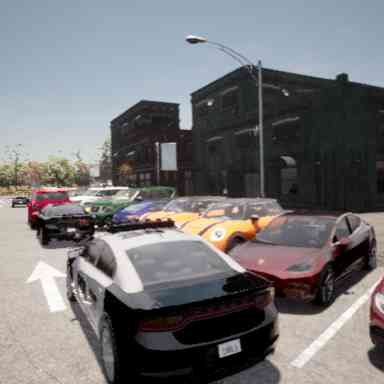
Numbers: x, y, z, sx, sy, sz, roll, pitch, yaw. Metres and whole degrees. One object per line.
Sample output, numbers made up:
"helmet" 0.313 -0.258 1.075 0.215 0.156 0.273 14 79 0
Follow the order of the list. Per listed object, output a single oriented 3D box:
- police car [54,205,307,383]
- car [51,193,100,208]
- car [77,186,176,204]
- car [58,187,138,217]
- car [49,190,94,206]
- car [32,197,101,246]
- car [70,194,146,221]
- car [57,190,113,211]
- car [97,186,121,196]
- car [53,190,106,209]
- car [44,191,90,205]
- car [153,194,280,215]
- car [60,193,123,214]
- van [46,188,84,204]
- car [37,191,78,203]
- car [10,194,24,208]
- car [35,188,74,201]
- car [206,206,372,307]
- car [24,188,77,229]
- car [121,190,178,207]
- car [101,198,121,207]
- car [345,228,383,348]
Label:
"police car" -0.865 1.274 5.491 1.930 1.638 5.238 -2 2 -28
"car" -12.835 0.852 36.742 2.002 1.452 4.674 0 2 42
"car" -2.954 0.780 18.163 2.435 2.045 5.566 1 2 42
"car" -7.206 0.681 26.114 2.435 2.045 5.566 1 2 42
"car" -14.228 0.657 39.406 2.185 1.767 4.553 0 2 42
"car" -5.527 1.208 14.213 1.882 1.535 5.008 -2 2 -28
"car" -5.791 0.994 23.470 2.163 1.488 4.792 1 2 42
"car" -10.039 0.745 31.420 2.185 1.767 4.553 0 1 42
"car" -18.917 -0.265 75.505 5.566 2.045 2.435 1 3 40
"car" -11.451 0.716 34.068 2.185 1.767 4.553 0 1 42
"car" -15.678 0.756 42.038 2.097 1.535 5.008 0 1 42
"car" 1.313 1.011 10.268 2.185 1.767 4.553 1 2 42
"car" -8.611 0.931 28.768 2.163 1.488 4.792 0 2 42
"van" -17.017 0.499 44.772 1.878 1.987 4.442 0 1 42
"car" -20.054 0.675 49.839 1.946 1.575 5.366 0 2 42
"car" -20.195 0.969 39.178 2.128 1.511 4.902 -2 2 -28
"car" -22.775 0.366 55.291 2.435 2.045 5.566 0 1 42
"car" 2.688 1.204 7.581 2.163 1.488 4.792 1 2 42
"car" -8.375 0.887 19.525 2.150 2.045 5.566 -2 2 -28
"car" -0.101 0.974 12.916 2.185 1.767 4.553 1 2 42
"car" -1.539 1.105 15.547 2.002 1.452 4.674 0 1 42
"car" 4.126 1.252 4.958 2.002 1.452 4.674 1 2 42
